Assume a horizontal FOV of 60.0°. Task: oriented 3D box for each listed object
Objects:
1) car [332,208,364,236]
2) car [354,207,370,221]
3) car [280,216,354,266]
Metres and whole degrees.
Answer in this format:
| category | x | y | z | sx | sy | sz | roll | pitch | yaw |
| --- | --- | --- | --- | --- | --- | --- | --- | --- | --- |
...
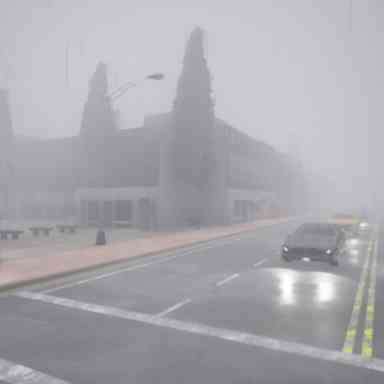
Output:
| category | x | y | z | sx | sy | sz | roll | pitch | yaw |
| --- | --- | --- | --- | --- | --- | --- | --- | --- | --- |
| car | 10.555 | 2.087 | 23.018 | 1.882 | 1.535 | 5.008 | -1 | -2 | 29 |
| car | 18.910 | 2.477 | 37.638 | 2.128 | 1.511 | 4.902 | -1 | -2 | 30 |
| car | 5.088 | 1.909 | 13.369 | 2.033 | 1.411 | 5.357 | -1 | -2 | 29 |
